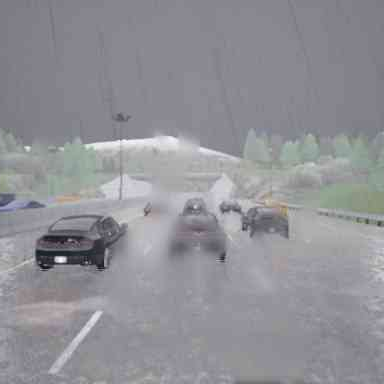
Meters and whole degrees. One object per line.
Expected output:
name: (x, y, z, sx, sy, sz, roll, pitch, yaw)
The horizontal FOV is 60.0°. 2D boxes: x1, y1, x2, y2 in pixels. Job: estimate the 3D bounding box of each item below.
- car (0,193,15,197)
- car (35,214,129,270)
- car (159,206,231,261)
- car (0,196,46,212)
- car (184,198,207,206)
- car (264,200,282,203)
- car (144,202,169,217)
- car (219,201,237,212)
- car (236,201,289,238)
car: (-17.297, 1.095, 28.807, 2.150, 2.045, 5.566, 0, 0, 1)
car: (-3.324, 1.470, 10.897, 1.837, 1.490, 4.892, 0, 0, 0)
car: (0.186, 1.469, 12.137, 2.128, 1.511, 4.902, 0, 0, 0)
car: (-13.826, 1.367, 27.238, 1.882, 1.535, 5.008, 0, 0, 1)
car: (0.317, 1.297, 30.008, 2.097, 1.767, 4.553, 0, 0, 0)
car: (7.324, 1.451, 30.898, 1.882, 1.535, 5.008, 0, 0, 0)
car: (-3.180, 1.530, 30.613, 1.895, 1.301, 4.718, 0, 0, 0)
car: (3.849, 1.553, 34.529, 1.895, 1.301, 4.718, 0, 0, 0)
car: (3.726, 1.489, 17.599, 1.837, 1.490, 4.892, 0, 0, 0)
